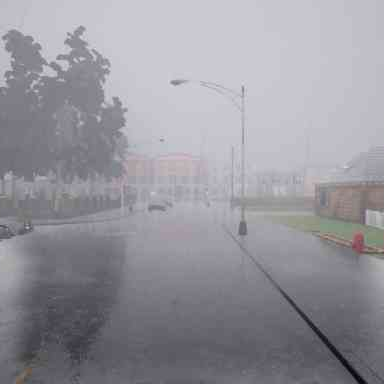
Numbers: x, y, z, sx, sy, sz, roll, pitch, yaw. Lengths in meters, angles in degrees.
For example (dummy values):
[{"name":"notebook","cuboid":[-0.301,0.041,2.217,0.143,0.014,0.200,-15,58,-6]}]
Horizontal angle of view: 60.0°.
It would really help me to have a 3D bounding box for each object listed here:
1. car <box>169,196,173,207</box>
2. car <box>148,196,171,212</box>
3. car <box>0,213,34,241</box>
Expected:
[{"name":"car","cuboid":[-3.986,1.352,49.891,2.097,1.767,4.553,0,0,1]},{"name":"car","cuboid":[-4.035,1.547,39.743,2.033,1.411,5.357,0,0,0]},{"name":"car","cuboid":[-10.061,1.564,16.187,4.181,1.385,1.994,0,0,-4]}]
